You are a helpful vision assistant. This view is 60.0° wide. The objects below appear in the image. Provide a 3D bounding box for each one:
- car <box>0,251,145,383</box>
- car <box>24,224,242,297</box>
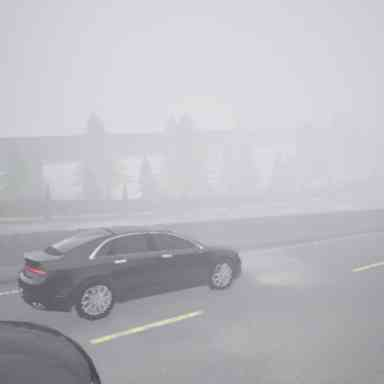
[{"bbox_3d":[-2.916,1.502,1.666,4.902,1.511,2.128,0,0,-36],"label":"car"},{"bbox_3d":[-1.042,1.482,7.304,4.892,1.490,1.837,-1,0,-36],"label":"car"}]
